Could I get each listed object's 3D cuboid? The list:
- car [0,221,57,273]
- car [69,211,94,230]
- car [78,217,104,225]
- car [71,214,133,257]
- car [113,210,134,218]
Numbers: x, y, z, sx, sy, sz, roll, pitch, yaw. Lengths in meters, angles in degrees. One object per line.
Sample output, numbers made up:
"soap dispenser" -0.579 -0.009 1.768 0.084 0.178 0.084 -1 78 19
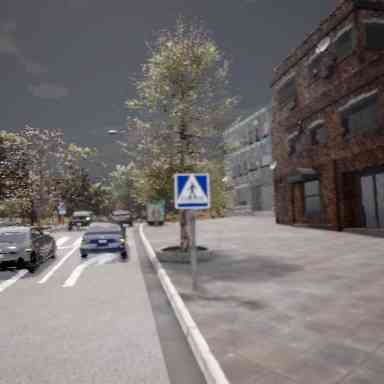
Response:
"car" -6.218 1.953 11.950 1.994 1.385 4.181 -1 -1 -12
"car" -8.996 2.359 27.857 1.837 1.490 4.892 -1 -3 -8
"car" -21.198 6.058 70.095 5.008 1.535 1.882 -2 -5 12
"car" -3.853 1.957 14.934 2.033 1.411 5.357 -1 -1 -11
"car" -6.464 2.442 30.851 2.128 1.511 4.902 -1 -3 -8
